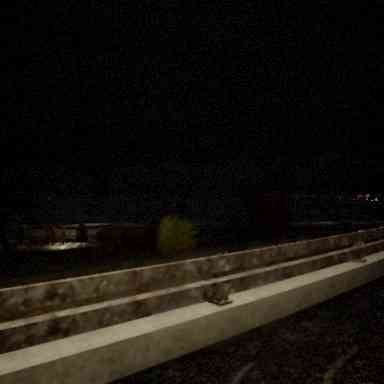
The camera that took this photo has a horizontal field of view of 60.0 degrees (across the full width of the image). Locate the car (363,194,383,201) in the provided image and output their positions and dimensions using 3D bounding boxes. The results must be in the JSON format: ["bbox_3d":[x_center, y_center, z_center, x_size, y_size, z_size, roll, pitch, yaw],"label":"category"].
[{"bbox_3d":[43.782,1.496,79.578,1.882,1.535,5.008,0,0,1],"label":"car"}]
